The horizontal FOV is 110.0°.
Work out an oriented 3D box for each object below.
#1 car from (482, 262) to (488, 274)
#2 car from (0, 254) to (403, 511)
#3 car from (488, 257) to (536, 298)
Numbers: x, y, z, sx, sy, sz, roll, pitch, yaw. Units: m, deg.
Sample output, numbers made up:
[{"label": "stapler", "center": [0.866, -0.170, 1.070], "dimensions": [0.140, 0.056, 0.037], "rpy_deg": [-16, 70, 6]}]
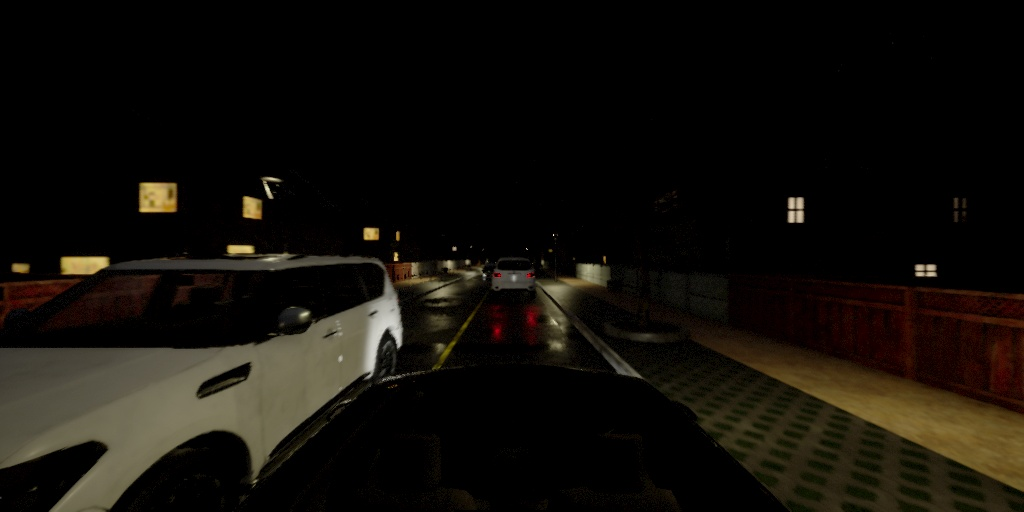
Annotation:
[{"label": "car", "center": [-2.833, 1.543, 47.098], "dimensions": [2.033, 1.411, 5.357], "rpy_deg": [0, 0, 0]}, {"label": "car", "center": [-2.851, 0.983, 3.695], "dimensions": [2.150, 2.045, 5.566], "rpy_deg": [0, 0, 0]}, {"label": "car", "center": [0.093, 1.071, 19.282], "dimensions": [2.150, 2.045, 5.566], "rpy_deg": [0, 0, 0]}]
